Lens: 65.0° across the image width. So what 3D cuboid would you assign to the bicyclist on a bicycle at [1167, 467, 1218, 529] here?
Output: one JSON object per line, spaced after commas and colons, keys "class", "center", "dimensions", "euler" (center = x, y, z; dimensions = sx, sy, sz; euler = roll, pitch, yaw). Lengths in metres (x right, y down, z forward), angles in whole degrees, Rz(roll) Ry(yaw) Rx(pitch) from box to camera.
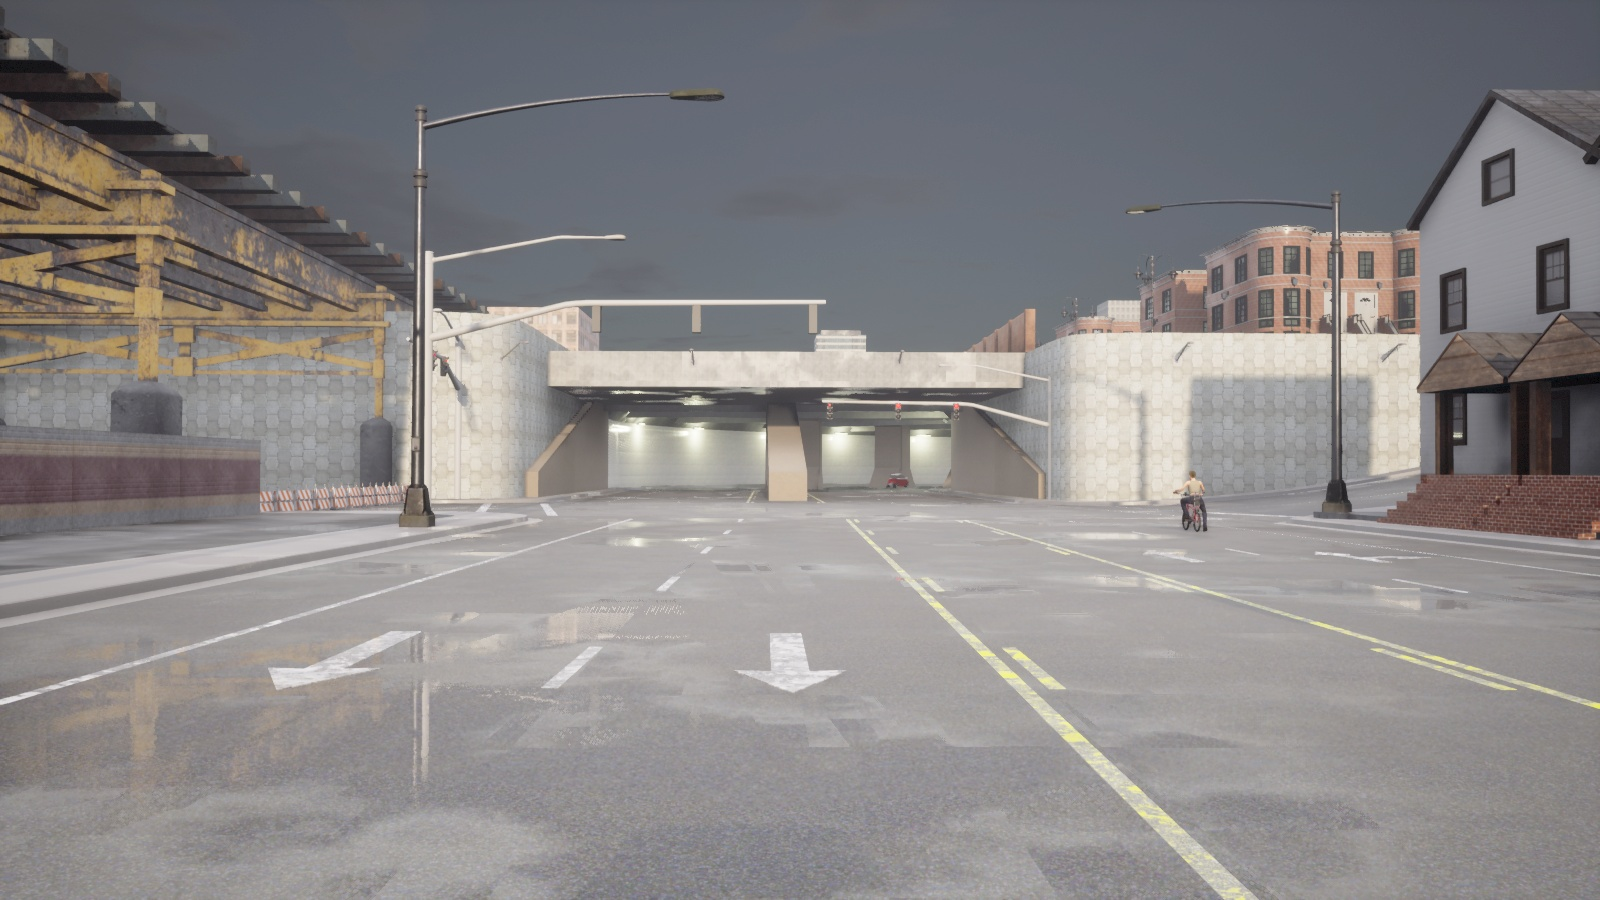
{"class": "bicyclist on a bicycle", "center": [10.414, 1.269, 33.382], "dimensions": [0.866, 1.612, 1.509], "euler": [0, -1, 0]}
